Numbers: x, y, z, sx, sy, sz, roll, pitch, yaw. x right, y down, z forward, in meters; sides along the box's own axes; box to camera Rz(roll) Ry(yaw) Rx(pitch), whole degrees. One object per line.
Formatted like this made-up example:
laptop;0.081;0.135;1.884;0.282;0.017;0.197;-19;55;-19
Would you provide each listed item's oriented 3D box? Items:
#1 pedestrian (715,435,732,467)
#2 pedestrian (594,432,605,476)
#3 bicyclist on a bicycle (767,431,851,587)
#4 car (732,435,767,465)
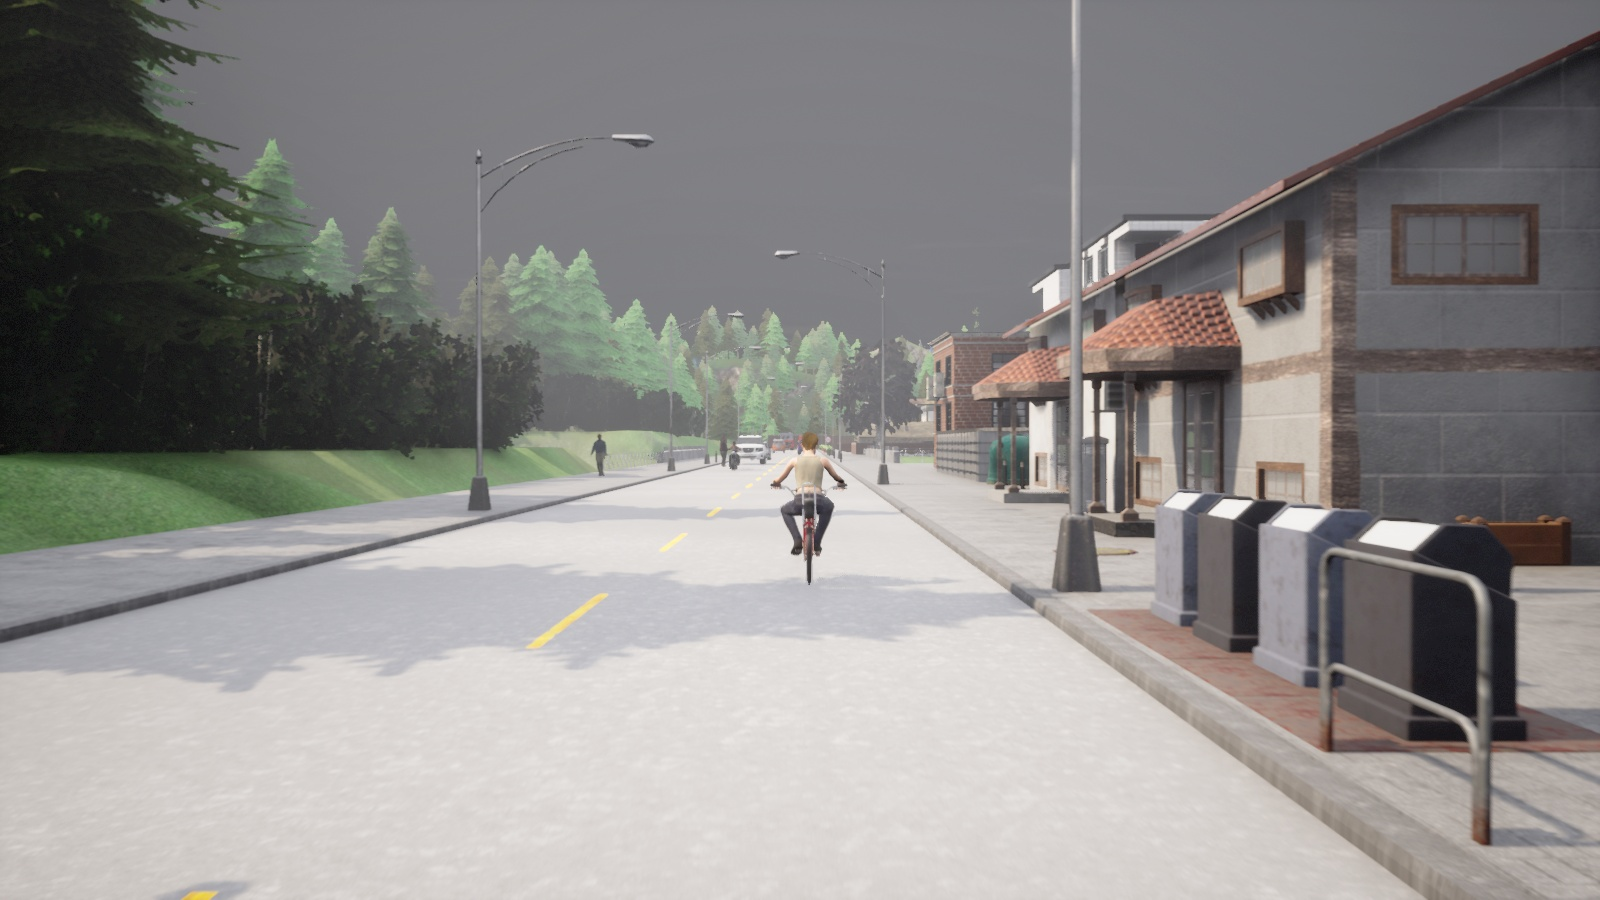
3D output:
pedestrian;-4.498;0.054;74.066;0.899;1.844;0.634;0;0;11
pedestrian;-8.273;0.159;51.803;0.370;1.835;0.726;0;0;0
bicyclist on a bicycle;0.098;0.607;13.713;0.866;1.612;1.509;0;0;0
car;-3.519;-0.029;88.361;2.150;2.045;5.566;0;0;0
